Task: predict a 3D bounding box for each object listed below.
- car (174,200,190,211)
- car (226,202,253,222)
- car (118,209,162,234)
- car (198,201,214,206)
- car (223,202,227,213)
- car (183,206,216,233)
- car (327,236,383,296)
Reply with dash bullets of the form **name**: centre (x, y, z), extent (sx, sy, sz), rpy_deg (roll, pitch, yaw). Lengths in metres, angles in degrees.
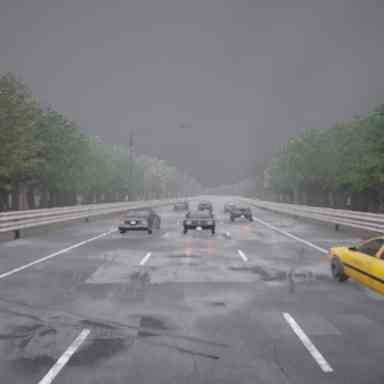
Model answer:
- **car**: centre (-1.435, 1.931, 48.038), extent (2.128, 1.511, 4.902), rpy_deg (0, -1, 5)
- **car**: centre (4.308, 1.811, 29.817), extent (1.837, 1.490, 4.892), rpy_deg (0, -1, 4)
- **car**: centre (-3.047, 1.713, 20.255), extent (2.033, 1.411, 5.357), rpy_deg (0, -1, 2)
- **car**: centre (1.784, 1.932, 44.272), extent (1.837, 1.490, 4.892), rpy_deg (0, -1, 4)
- **car**: centre (5.026, 1.961, 42.764), extent (1.812, 1.442, 4.674), rpy_deg (0, 0, 5)
- **car**: centre (0.498, 1.799, 21.101), extent (1.895, 1.301, 4.718), rpy_deg (0, -1, 2)
- **car**: centre (4.594, 1.554, 7.075), extent (1.801, 1.575, 5.366), rpy_deg (0, -1, 1)
